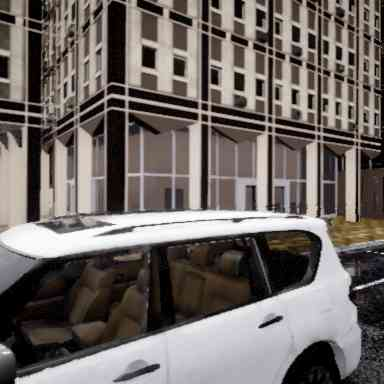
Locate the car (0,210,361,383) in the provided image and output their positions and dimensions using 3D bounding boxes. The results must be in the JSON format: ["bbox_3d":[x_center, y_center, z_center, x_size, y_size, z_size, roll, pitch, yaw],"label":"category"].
[{"bbox_3d":[-0.821,1.226,2.792,5.566,2.045,2.150,0,0,-35],"label":"car"}]

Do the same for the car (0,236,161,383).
[{"bbox_3d":[-2.853,1.546,4.523,4.507,1.381,1.887,0,0,-36],"label":"car"}]
